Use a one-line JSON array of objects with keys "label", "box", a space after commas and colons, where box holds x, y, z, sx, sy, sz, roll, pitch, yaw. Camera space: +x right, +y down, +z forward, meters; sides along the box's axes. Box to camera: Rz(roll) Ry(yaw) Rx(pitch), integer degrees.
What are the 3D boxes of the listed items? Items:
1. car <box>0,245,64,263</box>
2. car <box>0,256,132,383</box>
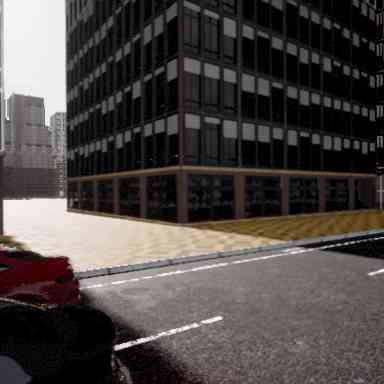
[{"label": "car", "box": [-4.048, 1.527, 4.789, 4.674, 1.442, 1.812, 0, 0, -35]}, {"label": "car", "box": [-2.741, 1.507, 1.730, 4.892, 1.490, 1.837, 0, 0, -35]}]
